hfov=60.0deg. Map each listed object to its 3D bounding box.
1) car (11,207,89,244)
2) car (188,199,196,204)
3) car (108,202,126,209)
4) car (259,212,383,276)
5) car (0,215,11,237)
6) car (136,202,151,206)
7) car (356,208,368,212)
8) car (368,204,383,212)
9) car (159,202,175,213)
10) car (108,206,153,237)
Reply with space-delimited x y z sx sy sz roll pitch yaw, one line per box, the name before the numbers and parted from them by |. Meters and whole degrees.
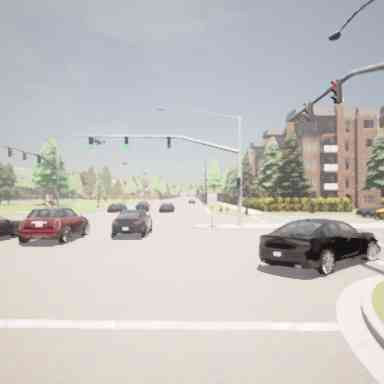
car | -6.901 1.551 17.137 2.097 1.767 4.553 0 -1 0
car | -0.036 2.553 88.934 2.128 1.511 4.902 0 -1 0
car | -10.413 2.104 46.668 1.994 1.385 4.181 0 -1 0
car | 4.305 1.606 10.963 5.008 1.535 1.882 0 -3 -40
car | -10.402 1.739 16.455 2.033 1.411 5.357 0 -1 0
car | -6.914 2.070 47.037 1.812 1.442 4.674 0 -1 0
car | 19.927 1.946 34.518 5.357 1.411 2.033 0 -1 0
car | 19.700 1.836 31.023 5.008 1.535 1.882 0 -1 0
car | -3.412 2.098 46.165 1.994 1.385 4.181 0 -1 0
car | -3.399 1.750 19.303 1.812 1.442 4.674 0 -1 0
